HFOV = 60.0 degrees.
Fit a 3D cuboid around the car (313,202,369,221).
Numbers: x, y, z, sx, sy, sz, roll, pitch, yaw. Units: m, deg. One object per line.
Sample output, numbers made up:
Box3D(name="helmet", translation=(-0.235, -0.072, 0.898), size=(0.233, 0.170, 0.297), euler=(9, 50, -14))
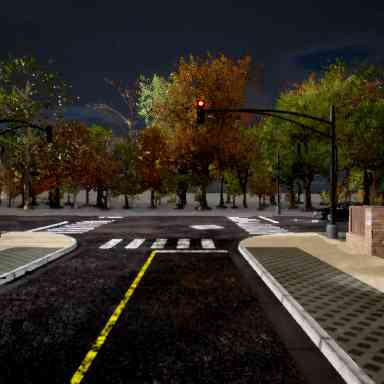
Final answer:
Box3D(name="car", translation=(12.148, 1.556, 26.402), size=(4.892, 1.490, 1.837), euler=(0, 0, 0))
